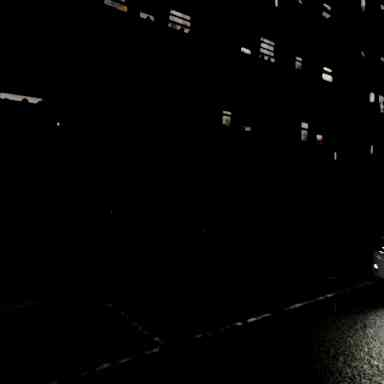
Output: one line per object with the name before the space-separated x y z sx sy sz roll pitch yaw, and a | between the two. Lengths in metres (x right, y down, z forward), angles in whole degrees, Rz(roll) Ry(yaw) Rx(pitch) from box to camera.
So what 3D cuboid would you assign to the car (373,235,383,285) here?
car | 6.697 1.216 8.127 5.566 2.045 2.150 0 0 -35
